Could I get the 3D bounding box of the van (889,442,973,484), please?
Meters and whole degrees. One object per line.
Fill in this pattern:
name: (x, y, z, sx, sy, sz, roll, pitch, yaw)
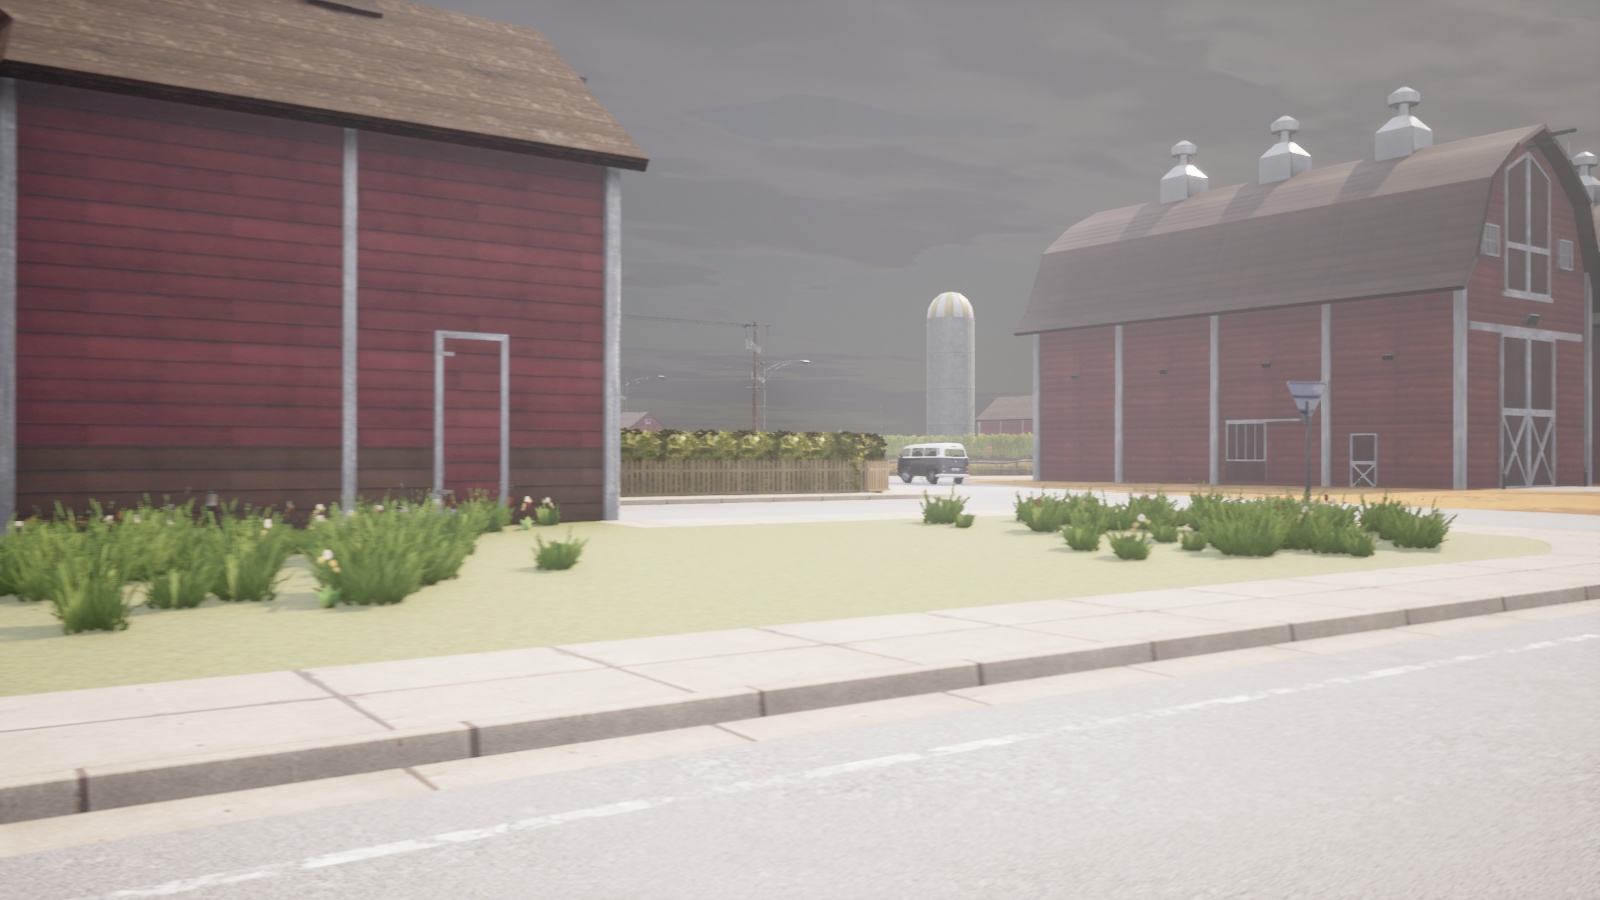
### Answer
van: (6.497, 0.656, 62.919, 2.069, 2.038, 4.480, 1, -1, -27)
